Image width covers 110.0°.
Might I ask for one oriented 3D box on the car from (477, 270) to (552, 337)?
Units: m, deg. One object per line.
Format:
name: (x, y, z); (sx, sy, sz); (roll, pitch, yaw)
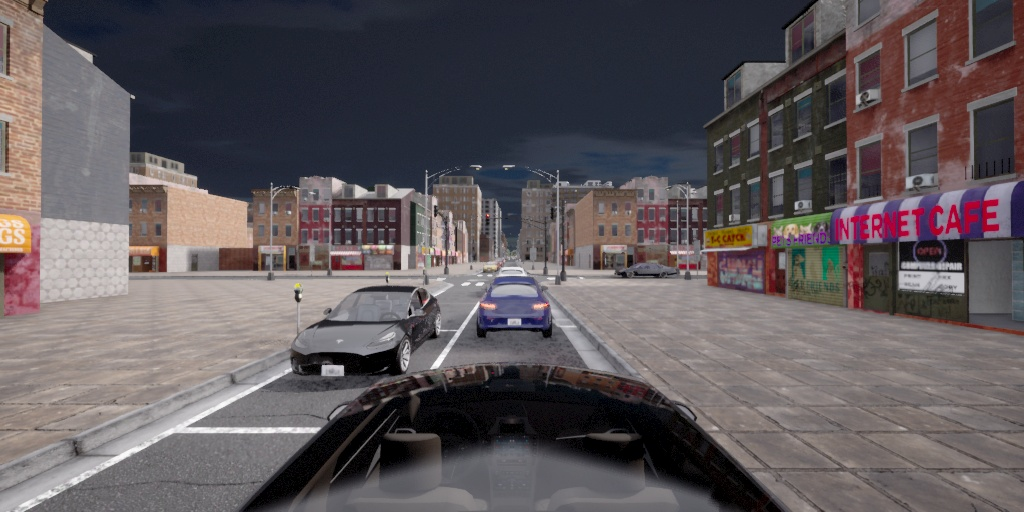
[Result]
car: (0.065, 1.278, 10.141); (1.812, 1.442, 4.674); (0, 0, 0)

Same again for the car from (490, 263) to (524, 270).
car: (-0.010, 1.284, 19.275); (1.812, 1.442, 4.674); (0, 0, 0)

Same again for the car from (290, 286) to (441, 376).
car: (-2.647, 1.317, 7.459); (1.948, 1.339, 4.313); (0, 0, 0)

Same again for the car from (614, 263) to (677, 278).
car: (12.275, 1.304, 33.068); (5.357, 1.411, 2.033); (0, 0, 0)

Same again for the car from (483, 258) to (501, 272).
car: (-2.707, 1.322, 45.058); (1.751, 1.417, 4.829); (0, 0, 0)

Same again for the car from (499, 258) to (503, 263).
car: (-2.717, 1.355, 50.833); (1.888, 1.381, 4.507); (0, 0, 0)
